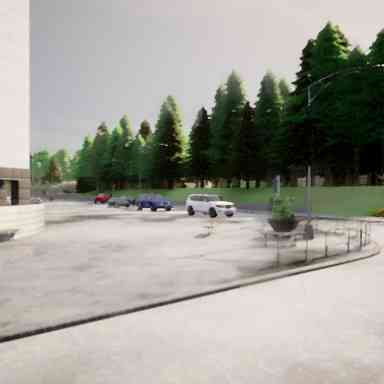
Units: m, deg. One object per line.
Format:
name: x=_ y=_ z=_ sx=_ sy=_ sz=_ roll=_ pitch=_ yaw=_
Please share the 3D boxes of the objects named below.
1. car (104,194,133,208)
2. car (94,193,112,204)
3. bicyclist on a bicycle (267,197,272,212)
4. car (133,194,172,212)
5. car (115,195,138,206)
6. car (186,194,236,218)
car: x=-10.489 y=1.498 z=47.499 sx=1.837 sy=1.490 sz=4.892 roll=0 pitch=0 yaw=-35
car: x=-16.831 y=1.213 z=63.593 sx=2.150 sy=2.045 sz=5.566 roll=0 pitch=0 yaw=-36
bicyclist on a bicycle: x=8.481 y=1.339 z=35.293 sx=1.656 sy=1.620 sz=0.582 roll=0 pitch=0 yaw=-35
car: x=-4.468 y=1.215 z=39.005 sx=2.150 sy=2.045 sz=5.566 roll=0 pitch=0 yaw=-35
car: x=-10.985 y=1.344 z=55.386 sx=2.097 sy=1.767 sz=4.553 roll=0 pitch=0 yaw=-35
car: x=1.600 y=1.215 z=30.487 sx=2.150 sy=2.045 sz=5.566 roll=0 pitch=0 yaw=-35
